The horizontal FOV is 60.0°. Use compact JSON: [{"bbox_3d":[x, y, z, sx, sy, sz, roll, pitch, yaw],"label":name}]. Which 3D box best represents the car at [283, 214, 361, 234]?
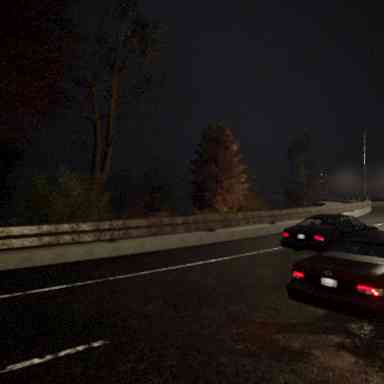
[{"bbox_3d":[5.598,1.577,13.102,5.357,1.411,2.033,0,0,-42],"label":"car"}]

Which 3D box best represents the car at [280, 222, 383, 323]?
[{"bbox_3d":[4.240,1.559,7.162,5.357,1.411,2.033,0,0,-39],"label":"car"}]

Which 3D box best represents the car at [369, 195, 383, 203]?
[{"bbox_3d":[37.718,1.417,67.887,1.837,1.490,4.892,0,0,11],"label":"car"}]
